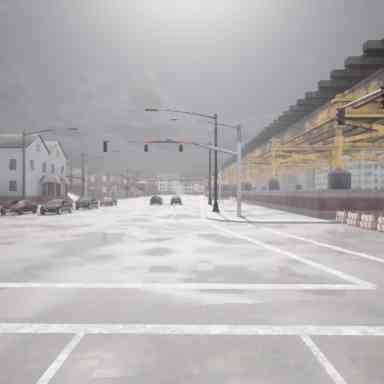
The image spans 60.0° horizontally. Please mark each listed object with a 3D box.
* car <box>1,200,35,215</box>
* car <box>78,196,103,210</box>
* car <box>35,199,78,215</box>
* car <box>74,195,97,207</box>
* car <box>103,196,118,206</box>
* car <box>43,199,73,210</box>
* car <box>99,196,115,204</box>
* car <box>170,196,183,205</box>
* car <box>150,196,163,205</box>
[{"bbox_3d":[-17.440,1.526,33.912,1.812,1.442,4.674,0,0,1],"label":"car"},{"bbox_3d":[-13.704,1.505,43.666,1.837,1.490,4.892,0,0,1],"label":"car"},{"bbox_3d":[-13.925,1.505,34.414,1.837,1.490,4.892,0,0,1],"label":"car"},{"bbox_3d":[-16.972,1.352,53.206,2.097,1.767,4.553,0,0,2],"label":"car"},{"bbox_3d":[-13.459,1.526,53.951,1.812,1.442,4.674,0,0,2],"label":"car"},{"bbox_3d":[-17.221,1.601,43.003,1.895,1.301,4.718,0,0,1],"label":"car"},{"bbox_3d":[-16.629,1.526,65.215,1.812,1.442,4.674,0,0,2],"label":"car"},{"bbox_3d":[-2.753,1.505,58.841,1.837,1.490,4.892,0,0,1],"label":"car"},{"bbox_3d":[-6.252,1.478,58.923,1.882,1.535,5.008,0,0,1],"label":"car"}]
